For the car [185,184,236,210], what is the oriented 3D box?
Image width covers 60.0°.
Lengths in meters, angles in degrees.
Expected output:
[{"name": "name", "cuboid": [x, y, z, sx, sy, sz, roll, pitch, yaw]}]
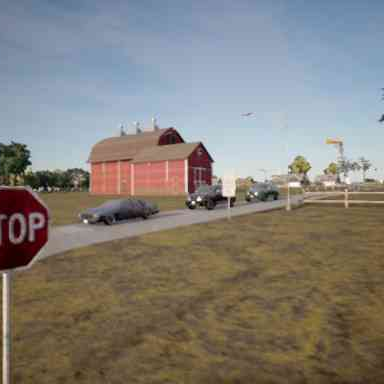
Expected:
[{"name": "car", "cuboid": [1.716, 0.399, 28.622, 2.150, 2.045, 5.566, -1, 2, 36]}]

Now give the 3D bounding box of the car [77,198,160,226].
[{"name": "car", "cuboid": [-4.258, 1.107, 20.220, 2.033, 1.411, 5.357, -1, 2, 35]}]

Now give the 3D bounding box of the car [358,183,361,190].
[{"name": "car", "cuboid": [34.237, -1.079, 69.435, 1.837, 1.490, 4.892, -1, 1, 35]}]

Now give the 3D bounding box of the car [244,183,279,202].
[{"name": "car", "cuboid": [7.934, 0.012, 37.349, 2.150, 2.045, 5.566, -1, 2, 36]}]

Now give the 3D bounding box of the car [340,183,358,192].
[{"name": "car", "cuboid": [28.207, -0.726, 60.793, 2.033, 1.411, 5.357, -1, 1, 35]}]
